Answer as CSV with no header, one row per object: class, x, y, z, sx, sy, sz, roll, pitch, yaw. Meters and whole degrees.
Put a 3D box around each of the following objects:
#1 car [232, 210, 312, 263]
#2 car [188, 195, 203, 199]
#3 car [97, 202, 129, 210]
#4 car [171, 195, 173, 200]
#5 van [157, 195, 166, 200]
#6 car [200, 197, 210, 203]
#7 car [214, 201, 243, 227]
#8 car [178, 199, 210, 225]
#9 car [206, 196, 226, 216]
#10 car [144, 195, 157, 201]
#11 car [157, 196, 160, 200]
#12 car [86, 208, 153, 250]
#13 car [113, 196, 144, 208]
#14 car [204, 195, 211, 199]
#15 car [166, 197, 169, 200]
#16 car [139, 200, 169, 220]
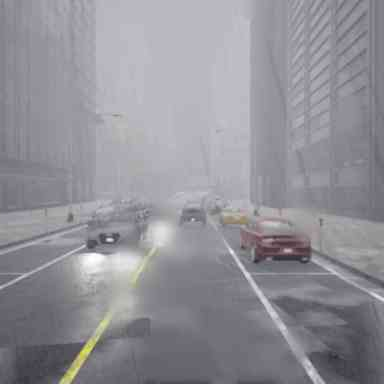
car,2.761,1.560,11.807,1.887,1.381,4.507,0,0,0
car,0.101,1.565,45.677,2.128,1.511,4.902,0,0,0
car,-5.763,1.614,22.667,1.802,1.307,4.206,0,0,0
car,-5.758,1.707,71.501,1.802,1.307,4.206,0,0,0
van,-5.761,1.436,55.223,1.690,1.788,3.998,0,0,0
car,2.767,1.690,71.483,1.947,1.339,4.313,0,0,0
car,2.762,1.557,22.827,1.752,1.417,4.829,0,0,0
car,0.084,1.541,24.340,1.837,1.490,4.892,0,1,0
car,2.762,1.490,33.507,1.967,1.590,4.097,0,0,0
car,-5.763,1.376,38.945,2.192,1.841,5.009,0,0,0
car,-5.761,1.617,44.370,1.887,1.381,4.507,0,0,0
car,-3.056,1.584,14.341,1.994,1.385,4.181,0,0,0
car,-5.764,1.356,28.093,2.192,1.841,5.009,0,0,0
car,2.763,1.501,38.932,1.967,1.590,4.097,0,0,0
car,-5.760,1.546,60.649,1.967,1.590,4.097,0,0,0
car,-2.997,1.642,28.215,1.895,1.301,4.718,0,0,0
